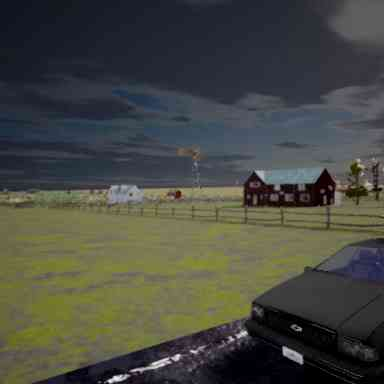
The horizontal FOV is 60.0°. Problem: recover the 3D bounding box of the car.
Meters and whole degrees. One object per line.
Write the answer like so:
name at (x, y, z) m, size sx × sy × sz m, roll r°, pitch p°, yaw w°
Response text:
car at (3.352, 1.526, 5.473) m, size 5.357 × 1.411 × 2.033 m, roll 0°, pitch 0°, yaw -36°
